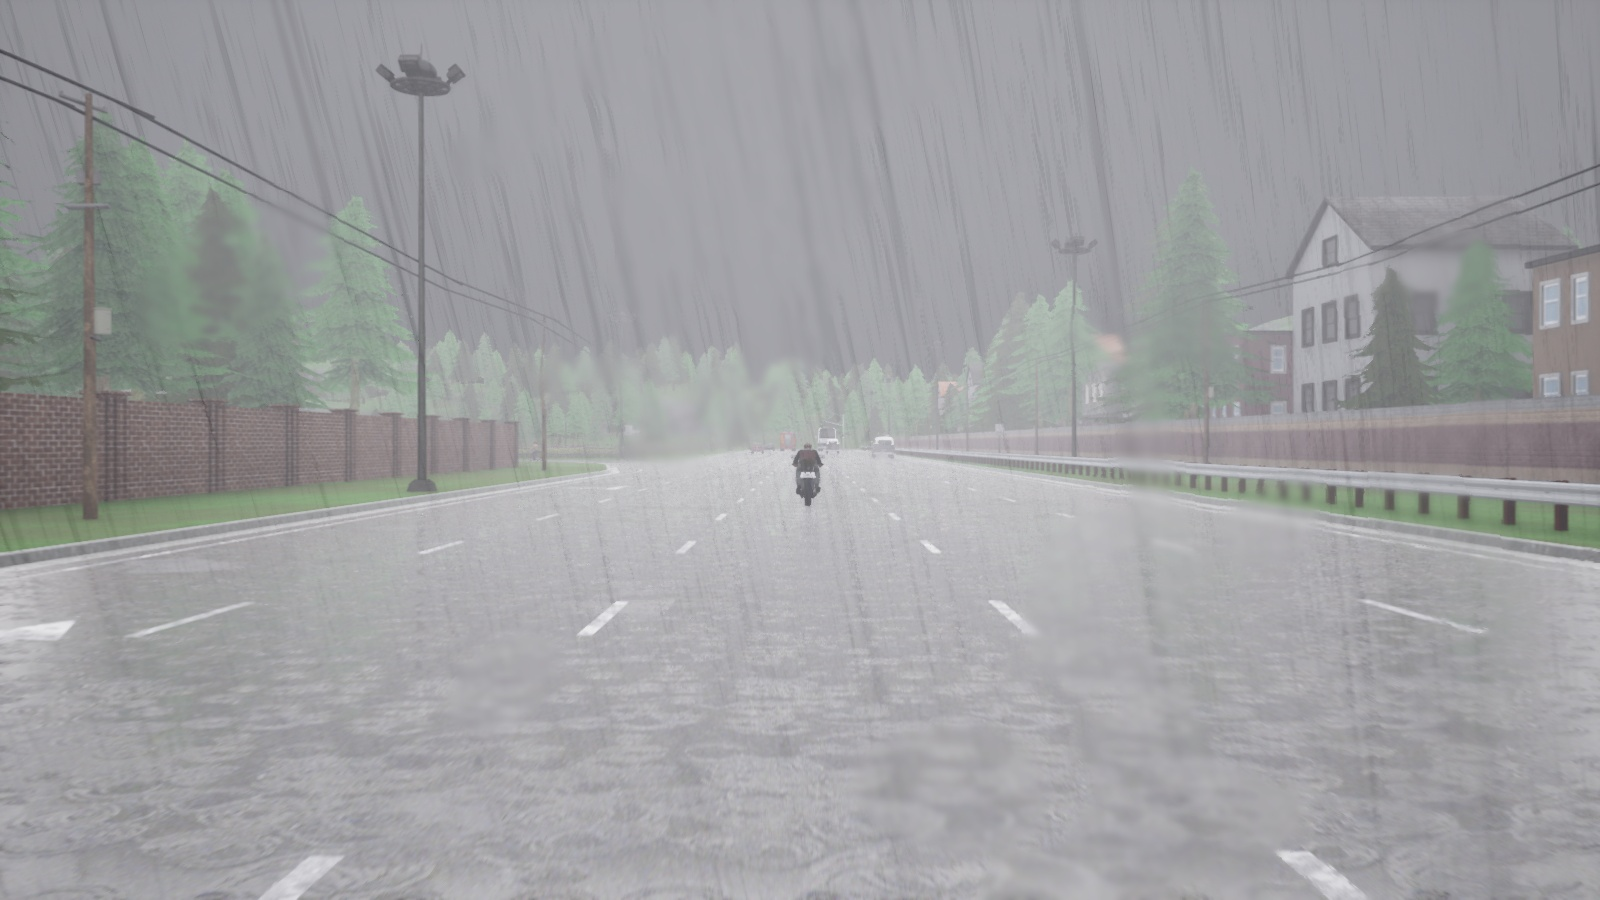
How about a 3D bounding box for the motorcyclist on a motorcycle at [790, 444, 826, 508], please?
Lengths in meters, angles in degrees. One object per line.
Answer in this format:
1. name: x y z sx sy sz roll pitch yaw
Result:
1. motorcyclist on a motorcycle: 0.192 0.608 30.840 0.866 1.530 2.191 0 0 0
